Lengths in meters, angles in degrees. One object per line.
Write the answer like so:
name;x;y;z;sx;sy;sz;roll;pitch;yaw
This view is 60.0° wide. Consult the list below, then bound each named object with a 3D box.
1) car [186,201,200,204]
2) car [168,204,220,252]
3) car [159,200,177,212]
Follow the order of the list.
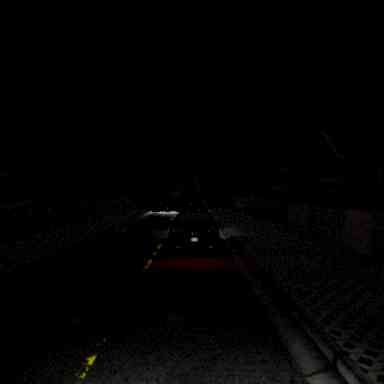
car;0.104;1.629;33.479;1.812;1.442;4.674;0;0;0
car;0.092;1.517;14.159;1.882;1.535;5.008;0;0;0
car;-2.830;1.681;40.864;1.994;1.385;4.181;0;0;0
